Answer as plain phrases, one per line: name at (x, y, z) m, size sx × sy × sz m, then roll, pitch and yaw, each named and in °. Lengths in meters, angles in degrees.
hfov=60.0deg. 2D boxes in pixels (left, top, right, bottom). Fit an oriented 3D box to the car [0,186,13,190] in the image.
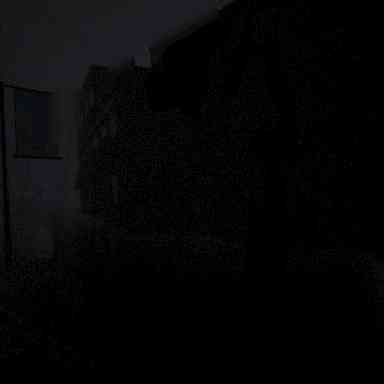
car at (-46.775, -0.706, 80.733) m, size 2.231 × 1.521 × 4.892 m, roll -4°, pitch -3°, yaw 6°
